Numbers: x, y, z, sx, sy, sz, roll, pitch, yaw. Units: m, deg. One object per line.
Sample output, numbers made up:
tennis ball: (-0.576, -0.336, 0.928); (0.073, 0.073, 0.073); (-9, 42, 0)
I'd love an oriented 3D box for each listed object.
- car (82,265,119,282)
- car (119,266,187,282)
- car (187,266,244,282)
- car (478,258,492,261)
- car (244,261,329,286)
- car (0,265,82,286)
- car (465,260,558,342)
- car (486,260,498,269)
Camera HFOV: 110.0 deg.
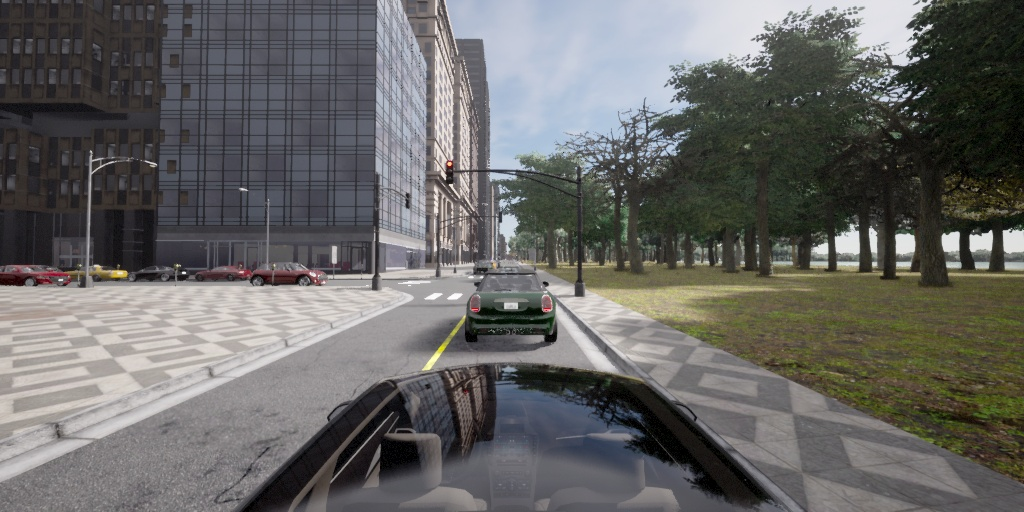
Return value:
car: (-35.726, 1.443, 30.551); (4.829, 1.417, 1.751); (0, 0, 0)
car: (-30.069, 1.480, 30.577); (4.313, 1.339, 1.948); (0, 0, 0)
car: (-24.583, 1.493, 30.602); (4.207, 1.307, 1.802); (0, 0, 0)
car: (-3.228, 1.181, 41.200); (2.097, 1.767, 4.553); (0, 0, 0)
car: (-13.605, 1.120, 22.130); (4.097, 1.591, 1.967); (0, 0, -1)
car: (-30.035, 1.235, 22.055); (4.507, 1.381, 1.888); (0, 0, 0)
car: (-0.012, 1.108, 9.927); (2.097, 1.767, 4.553); (0, 0, 0)
car: (-3.261, 1.428, 59.386); (1.812, 1.442, 4.674); (0, 0, 0)
